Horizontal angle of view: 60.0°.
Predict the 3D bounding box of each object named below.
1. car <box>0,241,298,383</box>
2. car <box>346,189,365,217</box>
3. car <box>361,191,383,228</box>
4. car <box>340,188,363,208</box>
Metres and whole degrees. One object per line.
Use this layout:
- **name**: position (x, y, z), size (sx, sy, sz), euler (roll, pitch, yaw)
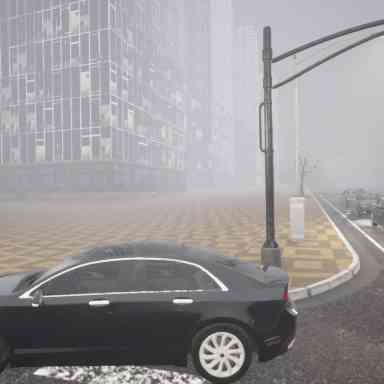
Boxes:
- **car**: position (-1.039, 1.505, 4.758), size (4.892, 1.490, 1.837), euler (0, 0, 0)
- **car**: position (11.122, 0.759, 20.671), size (1.994, 1.385, 4.181), euler (-1, 2, 17)
- **car**: position (9.065, 0.928, 14.380), size (2.128, 1.511, 4.902), euler (-1, 2, 18)
- **car**: position (13.125, 0.454, 26.732), size (2.128, 1.511, 4.902), euler (-1, 2, 18)
